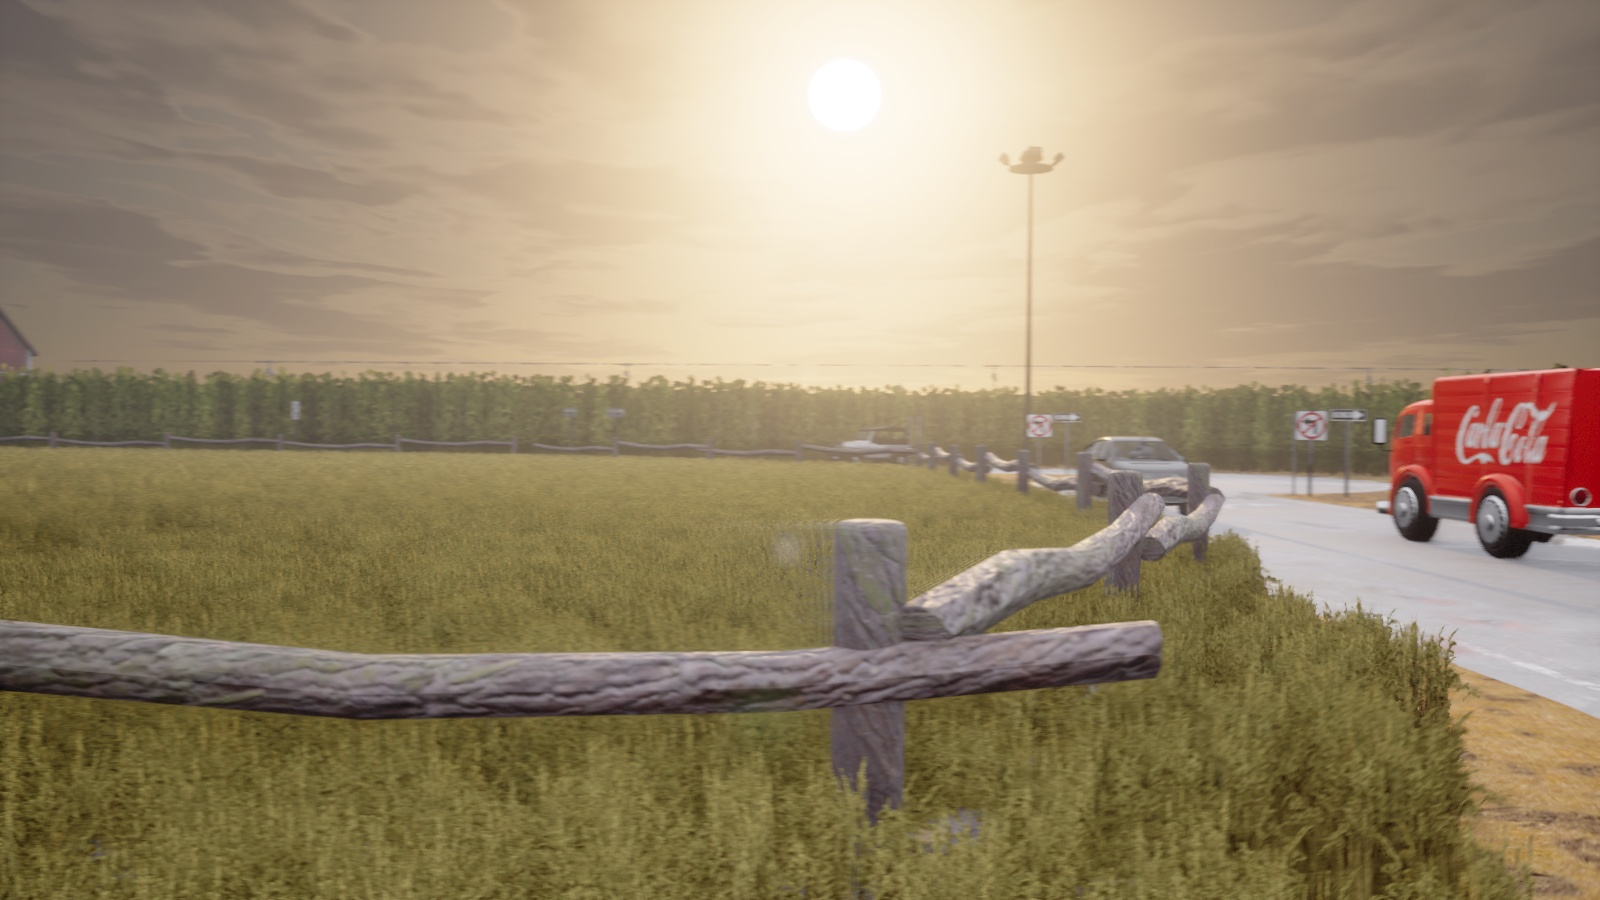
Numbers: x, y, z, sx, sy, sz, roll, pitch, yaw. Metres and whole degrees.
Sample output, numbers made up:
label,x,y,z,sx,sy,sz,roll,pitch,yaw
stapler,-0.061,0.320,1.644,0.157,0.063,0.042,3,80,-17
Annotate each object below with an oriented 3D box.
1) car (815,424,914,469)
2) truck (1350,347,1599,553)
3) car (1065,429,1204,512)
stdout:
label,x,y,z,sx,sy,sz,roll,pitch,yaw
car,2.804,-0.174,54.677,3.866,1.878,1.905,-1,1,-28
truck,10.220,-0.041,17.687,2.627,2.467,5.204,-1,1,-1
car,6.676,0.360,25.444,1.789,1.549,3.705,-1,1,-1
